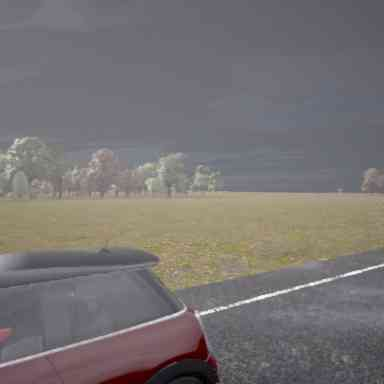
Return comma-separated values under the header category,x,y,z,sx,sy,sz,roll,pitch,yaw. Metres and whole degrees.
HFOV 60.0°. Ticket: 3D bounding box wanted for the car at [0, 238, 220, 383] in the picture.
category,x,y,z,sx,sy,sz,roll,pitch,yaw
car,-2.020,1.352,2.547,4.553,1.767,2.097,0,0,-35
